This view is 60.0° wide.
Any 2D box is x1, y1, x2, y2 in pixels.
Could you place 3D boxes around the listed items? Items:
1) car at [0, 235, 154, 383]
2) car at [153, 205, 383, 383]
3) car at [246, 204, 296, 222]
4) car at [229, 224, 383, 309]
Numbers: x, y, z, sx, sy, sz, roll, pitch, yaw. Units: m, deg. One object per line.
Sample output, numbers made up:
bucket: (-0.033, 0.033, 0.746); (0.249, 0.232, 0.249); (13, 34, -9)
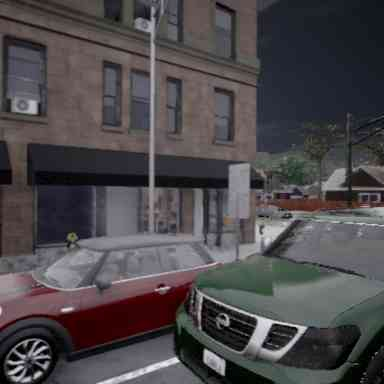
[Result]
car: (-1.361, 1.456, 5.218); (4.097, 1.590, 1.967); (1, 0, -36)
car: (2.458, 1.263, 4.704); (5.566, 2.045, 2.150); (1, -1, -35)
car: (7.230, 1.889, 30.705); (1.994, 1.385, 4.181); (1, -1, -35)
car: (3.128, 1.645, 8.426); (4.206, 1.307, 1.802); (1, 0, -36)
